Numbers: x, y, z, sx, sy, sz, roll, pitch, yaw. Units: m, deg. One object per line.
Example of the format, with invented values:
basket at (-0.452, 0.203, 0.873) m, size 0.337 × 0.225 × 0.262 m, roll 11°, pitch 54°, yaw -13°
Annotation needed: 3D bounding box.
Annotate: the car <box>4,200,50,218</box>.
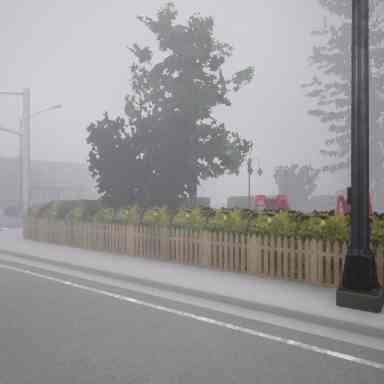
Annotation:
car at (-14.209, 1.477, 30.092) m, size 1.882 × 1.535 × 5.008 m, roll 0°, pitch 0°, yaw 35°
